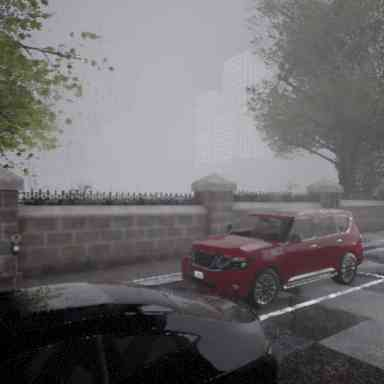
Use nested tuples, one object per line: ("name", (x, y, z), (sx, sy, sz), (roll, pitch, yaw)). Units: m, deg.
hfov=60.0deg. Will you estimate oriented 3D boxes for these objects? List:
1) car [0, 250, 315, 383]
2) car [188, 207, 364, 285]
("car", (-1.323, 1.527, 2.432), (4.674, 1.442, 1.812), (1, 0, -36))
("car", (2.189, 1.345, 8.104), (5.009, 1.841, 2.192), (0, 1, -36))
